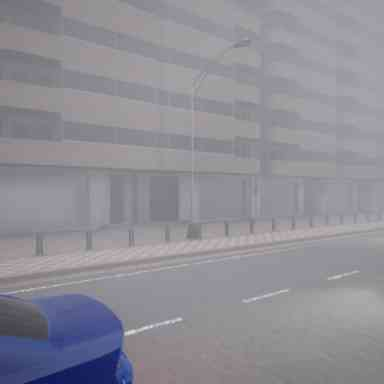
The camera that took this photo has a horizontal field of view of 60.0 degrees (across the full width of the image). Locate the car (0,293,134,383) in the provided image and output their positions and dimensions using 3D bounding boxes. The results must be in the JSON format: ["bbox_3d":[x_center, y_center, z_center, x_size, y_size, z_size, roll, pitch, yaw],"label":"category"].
[{"bbox_3d":[-2.807,1.478,1.896,5.008,1.535,1.882,0,0,-36],"label":"car"}]
